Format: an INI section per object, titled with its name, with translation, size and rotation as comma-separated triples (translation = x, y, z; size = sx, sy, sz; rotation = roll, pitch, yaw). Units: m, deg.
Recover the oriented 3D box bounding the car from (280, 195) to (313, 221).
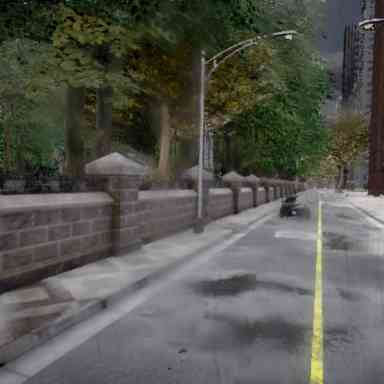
[car]
translation = 7.134, 0.964, 22.587
size = 1.882, 1.535, 5.008
rotation = 2, 2, 21
